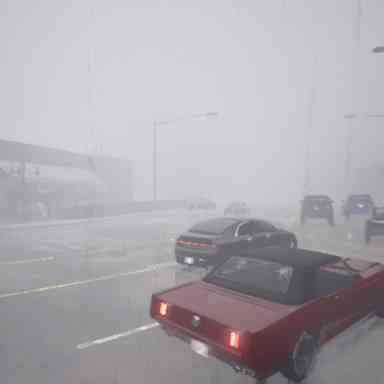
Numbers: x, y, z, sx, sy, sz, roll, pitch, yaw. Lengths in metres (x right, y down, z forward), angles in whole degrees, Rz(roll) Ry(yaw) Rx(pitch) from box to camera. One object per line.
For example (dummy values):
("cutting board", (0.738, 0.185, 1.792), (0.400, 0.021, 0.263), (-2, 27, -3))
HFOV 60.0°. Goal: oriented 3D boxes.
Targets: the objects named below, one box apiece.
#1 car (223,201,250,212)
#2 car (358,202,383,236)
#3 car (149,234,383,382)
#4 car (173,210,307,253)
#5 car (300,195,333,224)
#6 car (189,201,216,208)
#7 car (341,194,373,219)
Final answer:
("car", (4.369, 1.565, 32.058), (1.994, 1.385, 4.181), (0, 0, 20))
("car", (9.479, 1.492, 16.303), (2.128, 1.511, 4.902), (0, 0, 27))
("car", (1.738, 1.601, 5.507), (4.718, 1.301, 1.895), (0, 0, -42))
("car", (1.558, 1.505, 10.339), (1.837, 1.490, 4.892), (0, 0, 42))
("car", (9.458, 1.222, 25.278), (2.150, 2.045, 5.566), (0, 0, 20))
("car", (1.077, 1.167, 33.249), (1.994, 1.385, 4.181), (0, 0, 20))
("car", (14.377, 1.220, 28.951), (2.150, 2.045, 5.566), (0, 0, 20))
